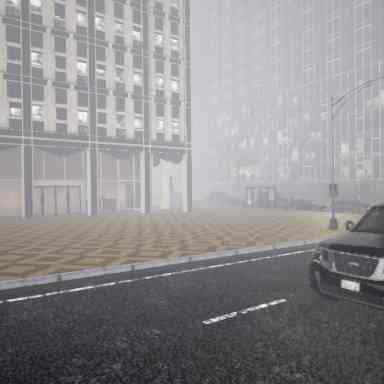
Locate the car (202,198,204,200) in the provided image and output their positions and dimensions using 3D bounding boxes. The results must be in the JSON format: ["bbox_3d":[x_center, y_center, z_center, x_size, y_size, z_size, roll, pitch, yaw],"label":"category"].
[{"bbox_3d":[3.739,1.040,64.785,1.802,1.307,4.206,-1,1,-34],"label":"car"}]

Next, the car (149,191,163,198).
[{"bbox_3d":[-9.066,0.683,83.568,1.967,1.590,4.097,0,1,-34],"label":"car"}]

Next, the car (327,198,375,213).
[{"bbox_3d":[16.800,1.406,35.330,1.994,1.385,4.181,-1,1,-34],"label":"car"}]

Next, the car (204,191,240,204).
[{"bbox_3d":[4.915,0.871,52.780,2.150,2.045,5.566,-1,1,-34],"label":"car"}]

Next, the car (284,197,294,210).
[{"bbox_3d":[12.713,1.422,36.512,1.947,1.339,4.313,-1,1,-34],"label":"car"}]

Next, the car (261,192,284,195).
[{"bbox_3d":[10.942,0.969,43.920,2.150,2.045,5.566,-1,1,-34],"label":"car"}]

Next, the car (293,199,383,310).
[{"bbox_3d":[4.901,1.219,7.168,5.566,2.045,2.150,0,0,-35],"label":"car"}]

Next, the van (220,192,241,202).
[{"bbox_3d":[6.940,0.852,60.086,1.690,1.788,3.998,-1,1,-34],"label":"van"}]

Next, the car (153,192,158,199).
[{"bbox_3d":[-9.588,1.037,69.459,2.008,1.369,4.403,0,1,-34],"label":"car"}]

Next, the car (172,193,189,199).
[{"bbox_3d":[-2.663,0.933,74.178,1.802,1.307,4.206,0,1,-34],"label":"car"}]

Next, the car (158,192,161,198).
[{"bbox_3d":[-5.865,0.612,78.871,2.192,1.841,5.009,0,1,-34],"label":"car"}]

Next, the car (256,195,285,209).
[{"bbox_3d":[9.526,1.386,41.220,1.802,1.307,4.206,-1,1,-34],"label":"car"}]

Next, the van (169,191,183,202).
[{"bbox_3d":[-3.185,0.935,60.064,1.690,1.788,3.998,0,1,-34],"label":"van"}]

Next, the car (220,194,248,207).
[{"bbox_3d":[6.373,1.317,45.949,1.947,1.339,4.313,-1,1,-34],"label":"car"}]
